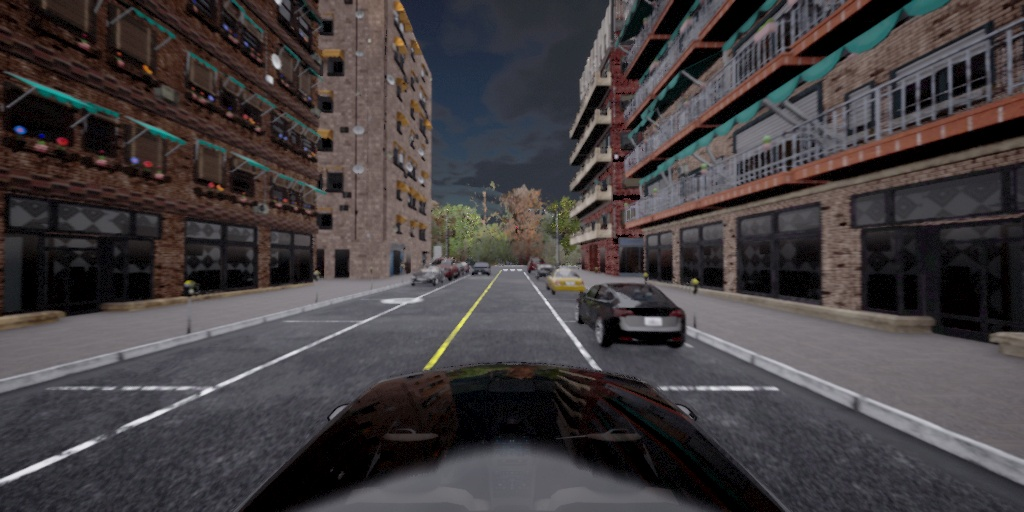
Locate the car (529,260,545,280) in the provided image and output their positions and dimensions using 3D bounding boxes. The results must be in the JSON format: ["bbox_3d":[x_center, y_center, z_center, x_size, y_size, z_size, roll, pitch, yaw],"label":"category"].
[{"bbox_3d":[2.826,1.318,30.737,2.007,1.370,4.403,0,0,0],"label":"car"}]

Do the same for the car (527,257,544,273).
[{"bbox_3d":[2.825,1.089,41.873,2.192,1.841,5.009,0,0,0],"label":"car"}]

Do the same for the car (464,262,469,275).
[{"bbox_3d":[-5.822,1.337,36.338,1.948,1.339,4.313,0,0,0],"label":"car"}]

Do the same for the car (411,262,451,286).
[{"bbox_3d":[-5.821,1.314,25.201,2.007,1.370,4.403,0,0,0],"label":"car"}]

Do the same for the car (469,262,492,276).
[{"bbox_3d":[-3.089,1.319,37.169,2.033,1.411,5.357,0,0,0],"label":"car"}]

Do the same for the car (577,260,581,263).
[{"bbox_3d":[12.871,1.081,57.868,4.892,1.490,1.837,0,-1,1],"label":"car"}]

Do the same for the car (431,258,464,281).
[{"bbox_3d":[-5.822,1.082,30.769,2.192,1.841,5.009,0,0,0],"label":"car"}]

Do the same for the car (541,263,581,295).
[{"bbox_3d":[2.827,1.285,19.771,1.751,1.417,4.829,0,0,0],"label":"car"}]

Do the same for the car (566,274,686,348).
[{"bbox_3d":[2.762,1.320,9.106,1.948,1.339,4.313,0,0,0],"label":"car"}]
